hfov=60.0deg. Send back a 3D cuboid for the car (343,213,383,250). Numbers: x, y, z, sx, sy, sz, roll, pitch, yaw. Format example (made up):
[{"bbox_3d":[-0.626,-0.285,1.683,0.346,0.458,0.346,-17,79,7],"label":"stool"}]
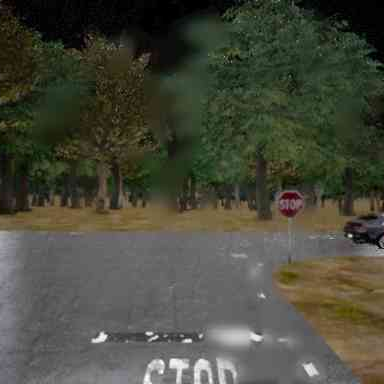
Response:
[{"bbox_3d":[9.376,1.743,15.124,4.892,1.490,1.837,1,1,-10],"label":"car"}]
